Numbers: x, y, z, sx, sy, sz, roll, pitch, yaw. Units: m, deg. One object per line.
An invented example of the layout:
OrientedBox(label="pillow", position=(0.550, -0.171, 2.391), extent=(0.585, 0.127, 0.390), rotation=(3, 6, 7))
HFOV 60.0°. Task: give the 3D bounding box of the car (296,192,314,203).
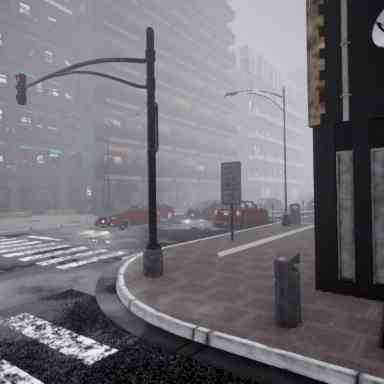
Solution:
OrientedBox(label="car", position=(19.479, 0.931, 56.793), extent=(2.192, 1.841, 5.009), rotation=(-1, 0, 36))

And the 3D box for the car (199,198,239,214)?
OrientedBox(label="car", position=(2.815, 1.384, 33.893), extent=(2.008, 1.369, 4.403), rotation=(-1, 0, 36))

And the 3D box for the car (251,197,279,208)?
OrientedBox(label="car", position=(9.482, 1.311, 43.053), extent=(1.947, 1.339, 4.313), rotation=(-1, 0, 36))

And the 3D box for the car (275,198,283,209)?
OrientedBox(label="car", position=(8.371, 1.286, 37.124), extent=(2.033, 1.411, 5.357), rotation=(-1, 0, 36))

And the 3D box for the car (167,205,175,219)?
OrientedBox(label="car", position=(-3.204, 1.459, 25.779), extent=(1.887, 1.381, 4.507), rotation=(-1, 0, 36))

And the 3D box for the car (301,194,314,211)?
OrientedBox(label="car", position=(12.923, 1.196, 33.542), extent=(1.947, 1.339, 4.313), rotation=(-1, 0, 36))

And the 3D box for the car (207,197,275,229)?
OrientedBox(label="car", position=(3.012, 1.201, 19.740), extent=(1.967, 1.590, 4.097), rotation=(-1, 0, 36))

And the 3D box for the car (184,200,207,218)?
OrientedBox(label="car", position=(1.602, 1.375, 27.840), extent=(2.033, 1.411, 5.357), rotation=(-1, 0, 36))

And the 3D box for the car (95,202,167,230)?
OrientedBox(label="car", position=(-3.843, 1.465, 20.358), extent=(1.994, 1.385, 4.181), rotation=(-1, 0, 36))
